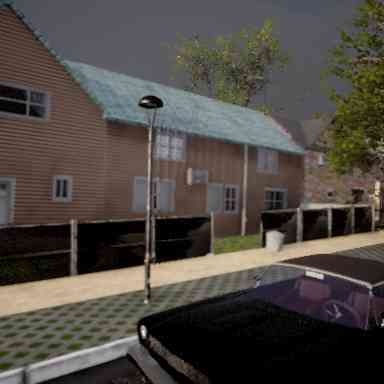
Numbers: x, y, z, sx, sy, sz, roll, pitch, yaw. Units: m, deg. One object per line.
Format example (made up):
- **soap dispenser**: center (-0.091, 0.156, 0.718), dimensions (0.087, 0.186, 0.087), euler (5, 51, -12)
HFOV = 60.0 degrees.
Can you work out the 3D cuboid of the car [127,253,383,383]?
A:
- **car**: center (1.643, 1.585, 4.236), dimensions (4.718, 1.301, 1.895), euler (0, 0, -35)
